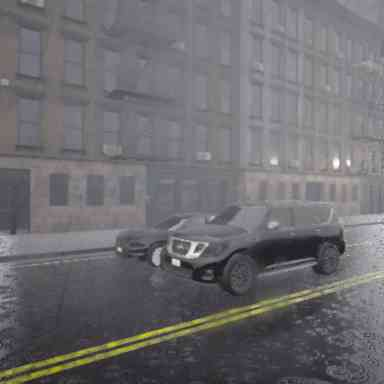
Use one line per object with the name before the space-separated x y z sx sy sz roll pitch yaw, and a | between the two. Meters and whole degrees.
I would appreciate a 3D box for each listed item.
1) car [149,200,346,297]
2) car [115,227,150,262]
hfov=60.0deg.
car | 1.900 1.243 9.018 5.566 2.045 2.150 1 0 -35
car | -0.160 1.485 11.542 5.008 1.535 1.882 0 0 -36
